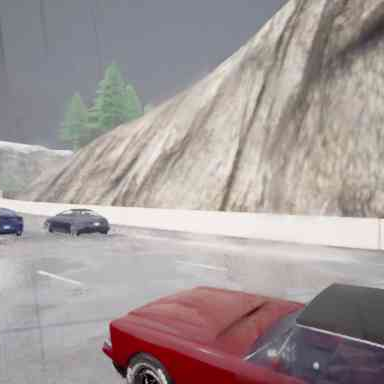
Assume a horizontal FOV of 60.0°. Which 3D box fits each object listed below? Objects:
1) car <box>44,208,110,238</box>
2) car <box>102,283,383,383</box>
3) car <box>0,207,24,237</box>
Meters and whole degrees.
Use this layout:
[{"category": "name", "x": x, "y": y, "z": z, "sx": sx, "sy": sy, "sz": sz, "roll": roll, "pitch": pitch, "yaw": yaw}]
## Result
[{"category": "car", "x": -6.360, "y": 1.594, "z": 18.244, "sx": 4.181, "sy": 1.385, "sz": 1.994, "roll": 0, "pitch": 0, "yaw": 41}, {"category": "car", "x": 1.332, "y": 1.609, "z": 3.107, "sx": 4.718, "sy": 1.301, "sz": 1.895, "roll": 0, "pitch": 0, "yaw": 36}, {"category": "car", "x": -10.520, "y": 1.501, "z": 17.255, "sx": 5.008, "sy": 1.535, "sz": 1.882, "roll": 0, "pitch": 0, "yaw": 42}]
